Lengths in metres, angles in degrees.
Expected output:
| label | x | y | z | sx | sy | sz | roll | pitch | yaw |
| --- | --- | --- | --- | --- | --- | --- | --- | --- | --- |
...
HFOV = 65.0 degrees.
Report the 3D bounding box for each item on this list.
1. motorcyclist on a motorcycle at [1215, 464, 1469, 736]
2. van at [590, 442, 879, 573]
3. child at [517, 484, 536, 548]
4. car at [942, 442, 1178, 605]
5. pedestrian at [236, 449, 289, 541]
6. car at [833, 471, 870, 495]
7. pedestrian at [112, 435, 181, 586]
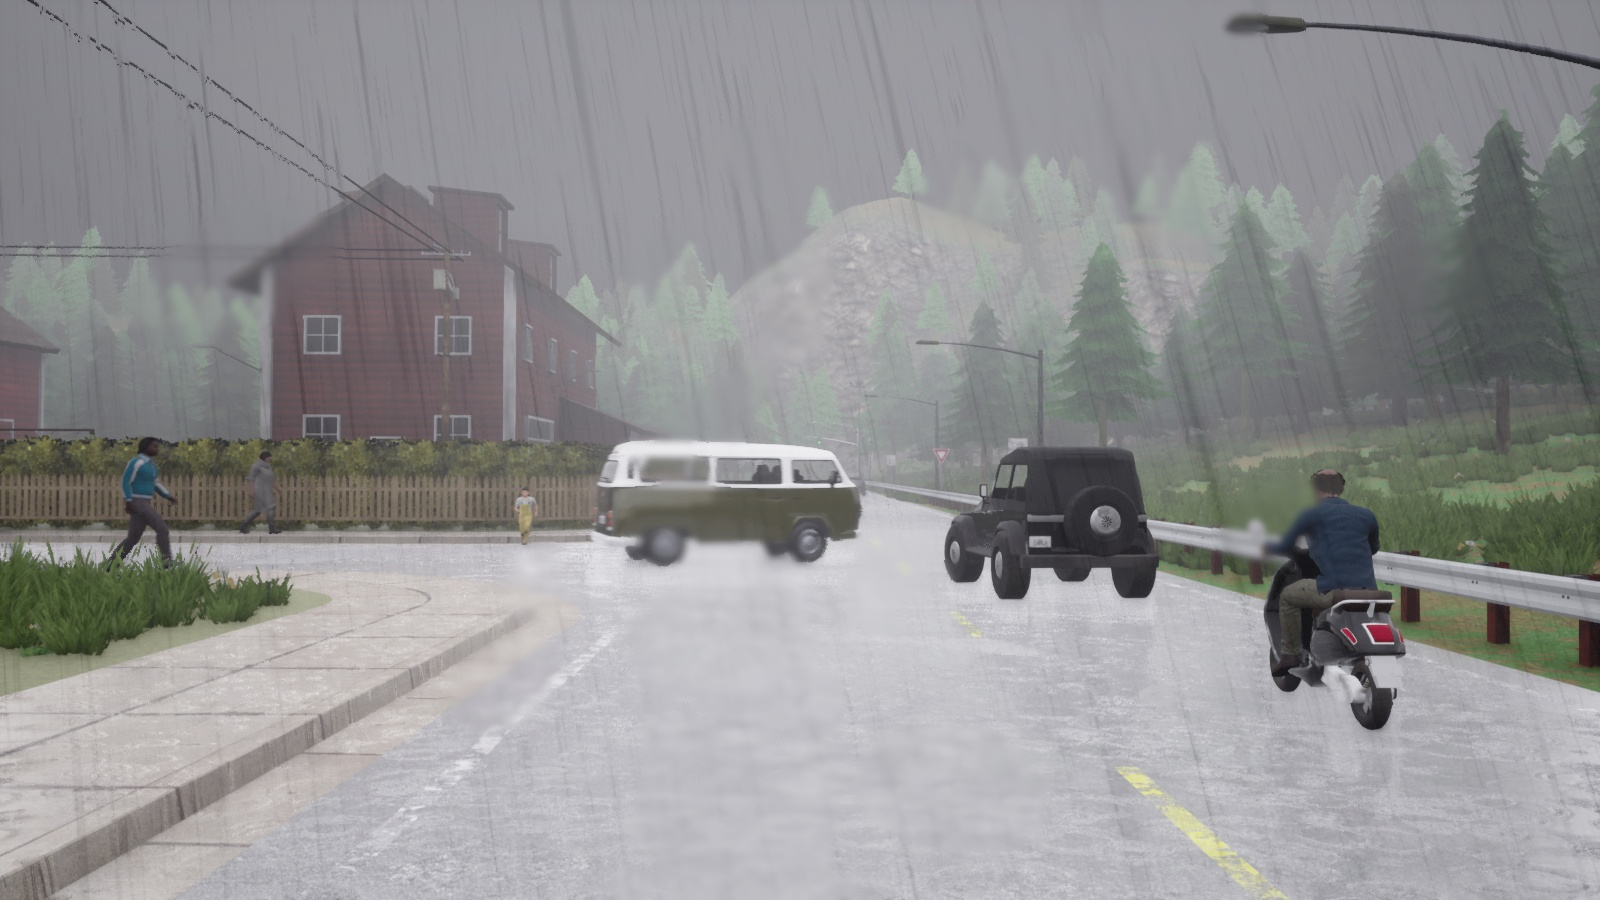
| label | x | y | z | sx | sy | sz | roll | pitch | yaw |
| --- | --- | --- | --- | --- | --- | --- | --- | --- | --- |
| motorcyclist on a motorcycle | 3.479 | 0.893 | 8.270 | 0.866 | 1.590 | 1.817 | 0 | -1 | 0 |
| van | -1.132 | 0.901 | 21.313 | 4.480 | 2.038 | 2.069 | 0 | 0 | -20 |
| child | -5.523 | 1.330 | 25.367 | 0.270 | 1.263 | 0.437 | 0 | -1 | 1 |
| car | 3.249 | 0.874 | 16.502 | 1.905 | 1.878 | 3.866 | 0 | -1 | -7 |
| pedestrian | -11.610 | 0.972 | 27.139 | 0.873 | 1.952 | 0.659 | 0 | -1 | 1 |
| car | 3.298 | 2.118 | 81.376 | 2.128 | 1.511 | 4.902 | 0 | -1 | 0 |
| pedestrian | -8.486 | 0.778 | 16.328 | 0.692 | 1.930 | 0.396 | 0 | -1 | -7 |
